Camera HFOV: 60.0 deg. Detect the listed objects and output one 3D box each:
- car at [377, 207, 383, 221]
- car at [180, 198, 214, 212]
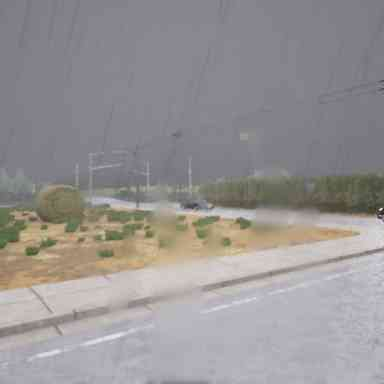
[{"bbox_3d":[15.352,1.248,22.919,2.097,1.767,4.553,0,0,-32],"label":"car"},{"bbox_3d":[0.539,1.404,37.828,2.128,1.511,4.902,0,0,-34],"label":"car"}]
